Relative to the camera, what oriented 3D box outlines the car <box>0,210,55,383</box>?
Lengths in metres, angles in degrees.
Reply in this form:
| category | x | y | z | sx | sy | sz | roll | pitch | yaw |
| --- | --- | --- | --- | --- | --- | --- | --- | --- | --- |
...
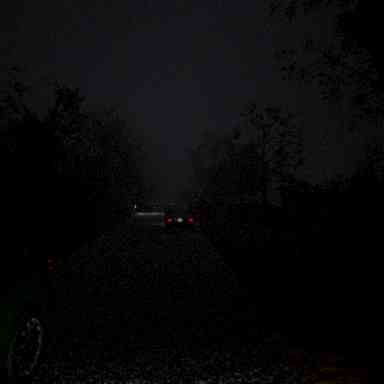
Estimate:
| category | x | y | z | sx | sy | sz | roll | pitch | yaw |
| --- | --- | --- | --- | --- | --- | --- | --- | --- | --- |
| car | -2.921 | 1.228 | 2.356 | 2.150 | 2.045 | 5.566 | 0 | 0 | -1 |

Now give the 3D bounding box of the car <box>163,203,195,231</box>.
| category | x | y | z | sx | sy | sz | roll | pitch | yaw |
| --- | --- | --- | --- | --- | --- | --- | --- | --- | --- |
| car | -0.867 | 1.676 | 21.498 | 2.033 | 1.411 | 5.357 | 0 | -1 | -4 |

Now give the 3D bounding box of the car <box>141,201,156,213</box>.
| category | x | y | z | sx | sy | sz | roll | pitch | yaw |
| --- | --- | --- | --- | --- | --- | --- | --- | --- | --- |
| car | -5.756 | 1.936 | 44.337 | 1.882 | 1.535 | 5.008 | 0 | -1 | -5 |
